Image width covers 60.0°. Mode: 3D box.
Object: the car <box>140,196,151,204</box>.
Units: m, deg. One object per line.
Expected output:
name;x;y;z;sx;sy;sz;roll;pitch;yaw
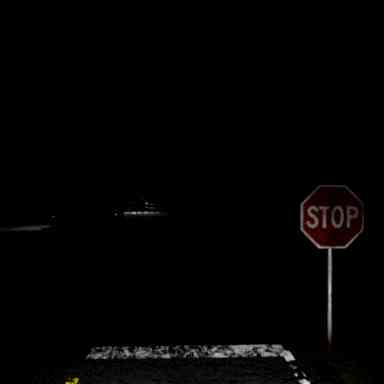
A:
car;-9.251;1.513;66.375;1.882;1.535;5.008;0;0;-6

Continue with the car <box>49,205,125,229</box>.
car;-6.733;1.550;21.502;4.674;1.442;1.812;0;0;-2

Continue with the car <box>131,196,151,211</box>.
car;-6.345;1.366;40.920;2.097;1.767;4.553;0;0;-7

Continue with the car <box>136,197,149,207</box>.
car;-7.588;1.548;51.588;1.812;1.442;4.674;0;0;-7
